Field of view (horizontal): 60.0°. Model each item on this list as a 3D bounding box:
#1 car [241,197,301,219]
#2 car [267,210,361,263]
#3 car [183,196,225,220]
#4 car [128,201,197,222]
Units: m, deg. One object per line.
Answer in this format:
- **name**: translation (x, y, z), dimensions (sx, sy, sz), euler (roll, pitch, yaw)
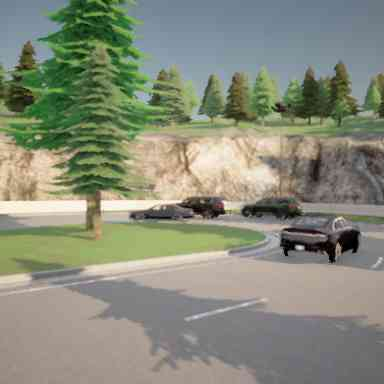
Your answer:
- **car**: translation (7.318, 1.486, 30.891), dimensions (5.566, 2.045, 2.150), euler (0, -1, 39)
- **car**: translation (5.021, 1.618, 12.707), dimensions (2.128, 1.511, 4.902), euler (1, 0, 39)
- **car**: translation (0.260, 1.420, 30.667), dimensions (5.566, 2.045, 2.150), euler (0, -1, 17)
- **car**: translation (-2.477, 1.702, 27.669), dimensions (5.357, 1.411, 2.033), euler (1, -1, 3)
